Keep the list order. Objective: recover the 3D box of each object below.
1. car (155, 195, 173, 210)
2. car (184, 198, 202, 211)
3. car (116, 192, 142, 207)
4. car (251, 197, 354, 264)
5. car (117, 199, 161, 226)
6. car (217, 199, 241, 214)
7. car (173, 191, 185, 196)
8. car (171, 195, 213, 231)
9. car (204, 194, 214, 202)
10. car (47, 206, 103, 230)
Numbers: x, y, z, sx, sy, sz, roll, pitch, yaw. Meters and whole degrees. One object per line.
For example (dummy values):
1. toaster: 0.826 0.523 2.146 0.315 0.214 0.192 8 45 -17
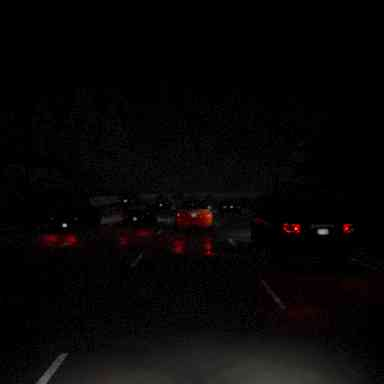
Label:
1. car: -3.426 1.385 38.630 1.994 1.385 4.181 0 0 0
2. car: 0.075 1.386 38.426 1.994 1.385 4.181 0 0 0
3. car: -6.925 1.049 37.173 2.150 2.045 5.566 0 0 0
4. car: 3.592 1.167 11.803 2.150 2.045 5.566 0 0 0
5. car: -3.415 1.422 22.222 1.812 1.442 4.674 0 0 0
6. car: 3.578 1.396 32.571 2.033 1.411 5.357 0 0 0
7. car: -2.958 0.878 75.147 2.150 2.045 5.566 0 0 9
8. car: 0.086 1.259 19.935 2.097 1.767 4.553 0 0 0
9. car: 3.466 1.229 68.147 2.033 1.411 5.357 0 0 2
10. car: -6.914 1.507 20.264 1.895 1.301 4.718 0 0 0
